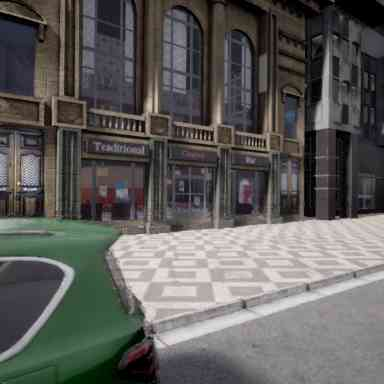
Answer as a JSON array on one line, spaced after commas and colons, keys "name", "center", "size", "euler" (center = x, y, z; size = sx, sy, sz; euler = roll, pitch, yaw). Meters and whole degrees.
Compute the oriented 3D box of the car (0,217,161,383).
[{"name": "car", "center": [-2.782, 1.221, 1.395], "size": [5.566, 2.045, 2.150], "euler": [0, 0, -35]}]
